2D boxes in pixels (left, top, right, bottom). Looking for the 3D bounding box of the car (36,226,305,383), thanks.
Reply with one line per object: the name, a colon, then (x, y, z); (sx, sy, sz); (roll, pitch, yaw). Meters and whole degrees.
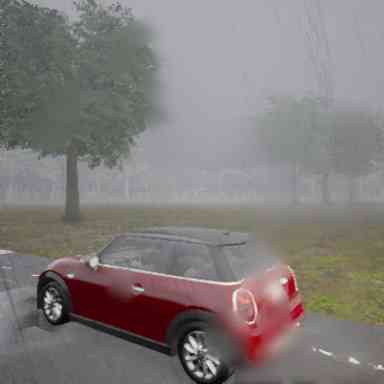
car: (-0.612, 1.367, 5.599); (4.553, 1.767, 2.097); (0, 0, 36)
